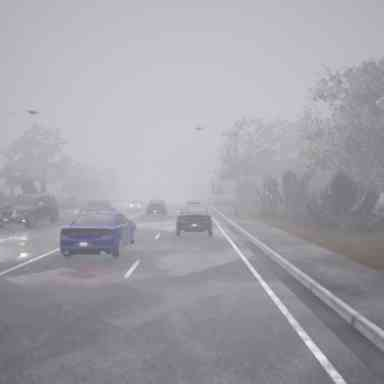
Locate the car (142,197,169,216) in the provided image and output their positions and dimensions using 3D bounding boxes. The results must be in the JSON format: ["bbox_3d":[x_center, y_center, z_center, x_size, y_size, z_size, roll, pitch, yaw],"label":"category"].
[{"bbox_3d":[-3.371,1.505,32.733,1.837,1.490,4.892,0,0,0],"label":"car"}]

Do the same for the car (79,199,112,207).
[{"bbox_3d":[-7.077,1.350,24.518,2.097,1.767,4.553,0,0,0],"label":"car"}]

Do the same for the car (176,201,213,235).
[{"bbox_3d":[0.115,1.478,18.838,1.882,1.535,5.008,0,0,0],"label":"car"}]

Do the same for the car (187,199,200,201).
[{"bbox_3d":[0.132,1.493,36.924,2.128,1.511,4.902,0,0,0],"label":"car"}]

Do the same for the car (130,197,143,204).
[{"bbox_3d":[-10.462,1.599,62.805,1.895,1.301,4.718,0,0,1],"label":"car"}]

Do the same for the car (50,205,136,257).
[{"bbox_3d":[-3.400,1.477,12.877,1.882,1.535,5.008,0,0,0],"label":"car"}]

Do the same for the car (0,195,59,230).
[{"bbox_3d":[-10.581,1.219,21.665,2.150,2.045,5.566,0,0,0],"label":"car"}]
